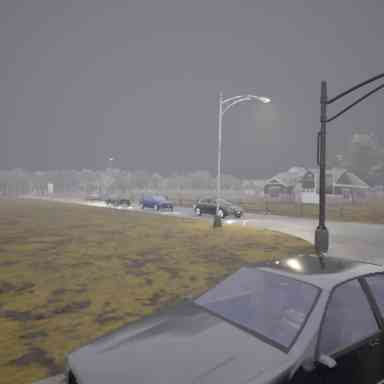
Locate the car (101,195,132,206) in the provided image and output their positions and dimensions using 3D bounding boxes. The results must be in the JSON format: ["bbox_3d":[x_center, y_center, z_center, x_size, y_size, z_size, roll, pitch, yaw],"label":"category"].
[{"bbox_3d":[-9.540,1.108,42.756,1.895,1.301,4.718,2,-1,-35],"label":"car"}]

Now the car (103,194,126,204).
[{"bbox_3d":[-12.403,1.087,52.977,1.994,1.385,4.181,2,-1,-35],"label":"car"}]

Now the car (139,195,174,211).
[{"bbox_3d":[-3.753,1.083,34.601,1.882,1.535,5.008,2,0,-36],"label":"car"}]

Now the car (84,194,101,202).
[{"bbox_3d":[-18.199,1.007,61.130,2.033,1.411,5.357,2,-1,-35],"label":"car"}]

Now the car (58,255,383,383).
[{"bbox_3d":[1.346,1.549,3.931,5.357,1.411,2.033,0,0,-35],"label":"car"}]

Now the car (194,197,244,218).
[{"bbox_3d":[2.040,1.226,26.452,1.837,1.490,4.892,2,0,-35],"label":"car"}]
